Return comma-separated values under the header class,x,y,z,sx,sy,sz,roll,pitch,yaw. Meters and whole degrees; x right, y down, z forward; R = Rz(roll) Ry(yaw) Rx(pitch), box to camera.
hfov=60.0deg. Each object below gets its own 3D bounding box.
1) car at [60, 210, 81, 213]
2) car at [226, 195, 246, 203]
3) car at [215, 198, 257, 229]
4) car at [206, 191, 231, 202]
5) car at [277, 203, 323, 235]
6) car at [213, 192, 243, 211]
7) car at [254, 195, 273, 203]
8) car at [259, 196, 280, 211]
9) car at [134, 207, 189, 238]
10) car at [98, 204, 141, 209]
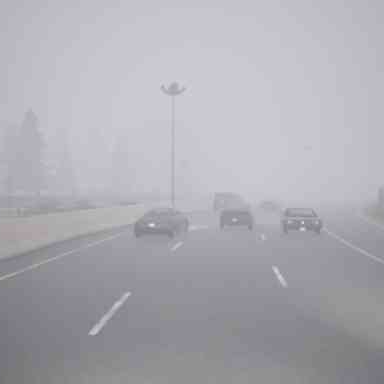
class,x,y,z,sx,sy,sz,roll,pitch,yaw
car,-9.798,1.376,27.930,1.994,1.385,4.181,0,0,16
car,8.550,1.261,63.957,1.994,1.385,4.181,0,0,38
car,2.951,1.380,20.854,1.882,1.535,5.008,0,0,14
car,5.248,0.911,65.466,2.150,2.045,5.566,0,0,38
car,5.960,1.527,18.591,1.895,1.301,4.718,0,0,13
car,3.947,1.053,35.094,2.150,2.045,5.566,0,0,22
car,14.040,1.289,65.198,1.994,1.385,4.181,0,0,40
car,8.939,1.364,37.688,1.812,1.442,4.674,0,0,25
car,-1.448,1.467,17.117,1.994,1.385,4.181,0,0,11
car,-6.045,1.372,28.530,2.033,1.411,5.357,0,0,17
